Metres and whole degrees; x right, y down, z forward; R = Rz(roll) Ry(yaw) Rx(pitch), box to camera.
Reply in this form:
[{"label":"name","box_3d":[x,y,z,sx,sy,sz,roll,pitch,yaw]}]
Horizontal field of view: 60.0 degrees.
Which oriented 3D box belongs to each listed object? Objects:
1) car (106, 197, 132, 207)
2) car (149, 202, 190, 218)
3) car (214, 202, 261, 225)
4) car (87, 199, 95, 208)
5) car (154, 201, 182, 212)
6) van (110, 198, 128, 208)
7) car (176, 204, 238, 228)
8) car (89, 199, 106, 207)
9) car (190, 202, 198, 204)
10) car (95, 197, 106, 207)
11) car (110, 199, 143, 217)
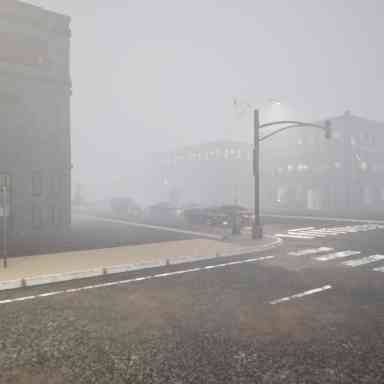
[{"label":"car","box_3d":[-8.747,1.676,43.258,2.150,2.045,5.566,-1,0,-35]},{"label":"car","box_3d":[-2.707,1.830,34.764,2.128,1.511,4.902,-1,0,-36]},{"label":"car","box_3d":[3.338,1.745,26.303,1.812,1.442,4.674,-1,0,-35]},{"label":"car","box_3d":[-19.219,2.159,63.412,2.128,1.511,4.902,-1,0,-36]},{"label":"car","box_3d":[-3.325,1.965,45.584,1.802,1.307,4.206,-2,0,-36]},{"label":"van","box_3d":[-12.978,1.906,59.100,1.690,1.788,3.998,-1,0,-36]},{"label":"car","box_3d":[1.031,1.814,24.843,1.947,1.339,4.313,-2,0,-36]},{"label":"car","box_3d":[-19.404,2.227,68.111,1.887,1.381,4.507,-1,0,-36]},{"label":"car","box_3d":[-0.111,1.903,41.079,1.802,1.307,4.206,-2,0,-36]},{"label":"car","box_3d":[-16.194,1.939,63.605,2.192,1.841,5.009,-1,0,-36]},{"label":"car","box_3d":[-6.934,1.846,36.209,1.967,1.590,4.097,-1,0,-36]}]
